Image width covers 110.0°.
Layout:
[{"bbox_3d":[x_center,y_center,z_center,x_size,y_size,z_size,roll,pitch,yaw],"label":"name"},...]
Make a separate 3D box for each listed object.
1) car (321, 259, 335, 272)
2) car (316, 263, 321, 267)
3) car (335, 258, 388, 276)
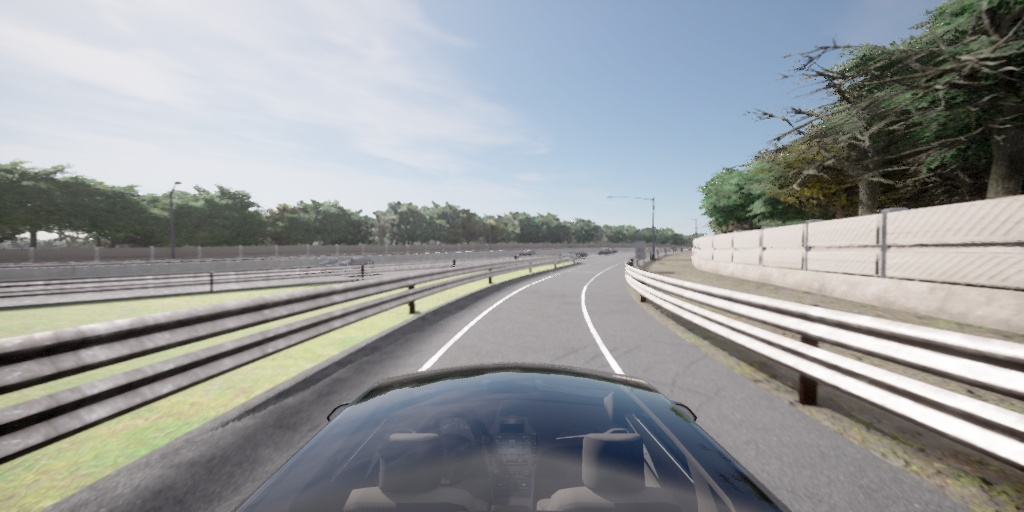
[{"bbox_3d":[-17.705,1.158,39.213,1.895,1.301,4.718,1,3,41],"label":"car"},{"bbox_3d":[-20.351,1.066,41.503,1.994,1.385,4.181,1,3,41],"label":"car"},{"bbox_3d":[-15.129,0.971,36.836,2.097,1.767,4.553,1,3,41],"label":"car"}]
